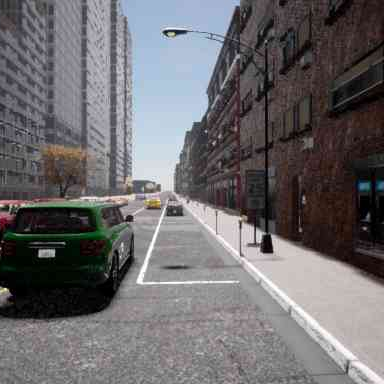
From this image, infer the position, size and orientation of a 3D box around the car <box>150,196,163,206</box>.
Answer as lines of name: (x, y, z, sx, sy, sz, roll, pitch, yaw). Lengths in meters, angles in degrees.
car: (-5.836, 1.514, 55.369, 1.882, 1.535, 5.008, 0, 0, -3)

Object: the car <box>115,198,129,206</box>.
car: (-11.576, 1.621, 55.276, 1.802, 1.307, 4.206, 1, 0, -4)

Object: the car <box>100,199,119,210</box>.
car: (-10.843, 1.621, 44.007, 1.802, 1.307, 4.206, 0, 0, -4)

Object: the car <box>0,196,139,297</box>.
car: (-2.857, 1.231, 8.822, 2.150, 2.045, 5.566, 0, 0, -4)

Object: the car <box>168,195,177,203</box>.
car: (-4.313, 1.471, 72.746, 1.967, 1.590, 4.097, 1, 0, -4)

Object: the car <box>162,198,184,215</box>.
car: (-1.748, 1.582, 33.301, 2.008, 1.369, 4.403, 0, 0, -4)

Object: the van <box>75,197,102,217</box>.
van: (-10.107, 1.375, 32.738, 1.690, 1.788, 3.998, 0, 0, -4)

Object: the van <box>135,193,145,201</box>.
van: (-13.407, 1.369, 83.448, 1.690, 1.788, 3.998, 1, 0, -4)

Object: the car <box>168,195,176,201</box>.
car: (-5.414, 1.564, 89.651, 1.887, 1.381, 4.507, 1, 0, -4)

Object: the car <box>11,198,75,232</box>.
car: (-9.374, 1.341, 21.469, 2.192, 1.841, 5.009, 0, 0, -4)

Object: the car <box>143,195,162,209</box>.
car: (-5.141, 1.514, 45.181, 1.882, 1.535, 5.008, 0, 0, -3)

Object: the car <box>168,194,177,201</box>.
car: (-5.045, 1.340, 84.014, 2.192, 1.841, 5.009, 1, 0, -4)

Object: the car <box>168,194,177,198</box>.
car: (-3.947, 1.473, 67.113, 1.967, 1.590, 4.097, 1, 0, -4)

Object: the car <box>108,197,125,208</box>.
car: (-11.198, 1.564, 49.472, 1.752, 1.417, 4.829, 1, 0, -4)
